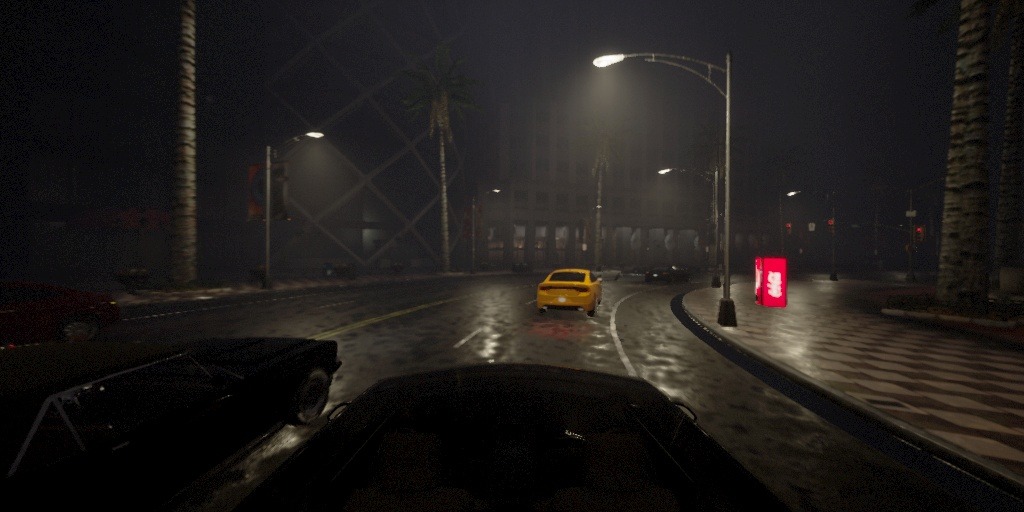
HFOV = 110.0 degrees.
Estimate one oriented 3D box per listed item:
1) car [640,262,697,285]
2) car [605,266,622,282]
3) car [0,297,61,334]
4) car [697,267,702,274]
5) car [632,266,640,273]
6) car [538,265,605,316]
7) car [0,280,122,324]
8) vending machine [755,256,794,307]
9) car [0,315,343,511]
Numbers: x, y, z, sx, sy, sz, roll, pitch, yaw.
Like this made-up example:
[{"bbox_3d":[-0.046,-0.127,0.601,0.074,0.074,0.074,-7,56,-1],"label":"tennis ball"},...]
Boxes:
[{"bbox_3d":[11.936,1.377,27.297,4.181,1.385,1.994,0,0,-40],"label":"car"},{"bbox_3d":[6.519,1.367,27.177,1.895,1.301,4.718,1,0,43],"label":"car"},{"bbox_3d":[-6.883,1.253,2.524,1.994,1.385,4.181,0,0,3],"label":"car"},{"bbox_3d":[17.965,1.437,38.931,5.357,1.411,2.033,0,0,-19],"label":"car"},{"bbox_3d":[16.800,1.400,42.231,5.357,1.411,2.033,0,0,-19],"label":"car"},{"bbox_3d":[2.334,1.229,13.667,1.882,1.535,5.008,0,0,18],"label":"car"},{"bbox_3d":[-10.099,1.180,6.351,1.812,1.442,4.674,0,0,7],"label":"car"},{"bbox_3d":[10.162,1.014,14.078,1.100,2.100,0.880,0,0,26],"label":"vending machine"},{"bbox_3d":[-3.259,1.321,2.714,1.895,1.301,4.718,0,0,1],"label":"car"}]
